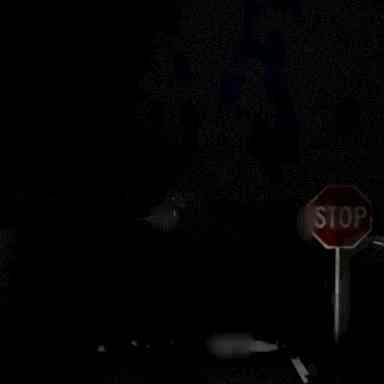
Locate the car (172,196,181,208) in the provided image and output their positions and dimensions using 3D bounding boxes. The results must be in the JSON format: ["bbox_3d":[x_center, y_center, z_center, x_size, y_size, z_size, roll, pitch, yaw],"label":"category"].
[{"bbox_3d":[-2.731,1.574,42.869,1.895,1.301,4.718,0,0,0],"label":"car"}]

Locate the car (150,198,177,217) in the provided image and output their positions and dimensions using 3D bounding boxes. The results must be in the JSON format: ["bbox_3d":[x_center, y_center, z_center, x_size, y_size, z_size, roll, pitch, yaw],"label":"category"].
[{"bbox_3d":[-2.764,1.551,31.185,1.994,1.385,4.181,0,0,0],"label":"car"}]

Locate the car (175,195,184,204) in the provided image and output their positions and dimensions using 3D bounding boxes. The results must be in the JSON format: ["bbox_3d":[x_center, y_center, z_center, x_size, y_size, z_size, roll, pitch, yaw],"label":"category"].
[{"bbox_3d":[-2.625,1.284,62.556,2.097,1.767,4.553,0,0,1],"label":"car"}]
